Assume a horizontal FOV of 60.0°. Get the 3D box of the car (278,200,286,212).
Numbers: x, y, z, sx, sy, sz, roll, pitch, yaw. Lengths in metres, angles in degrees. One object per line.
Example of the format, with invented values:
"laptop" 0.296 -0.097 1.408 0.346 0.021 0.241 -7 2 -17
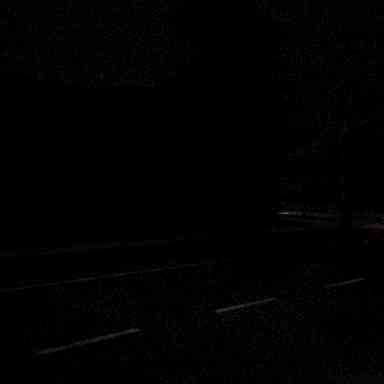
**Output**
"car" 7.461 1.085 34.282 2.097 1.767 4.553 0 1 -30
